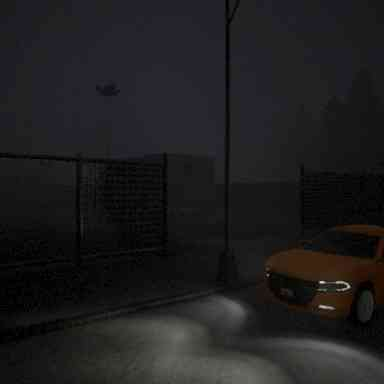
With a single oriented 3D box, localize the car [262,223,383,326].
[{"bbox_3d":[3.679,1.476,7.224,5.008,1.535,1.882,0,0,-35],"label":"car"}]
